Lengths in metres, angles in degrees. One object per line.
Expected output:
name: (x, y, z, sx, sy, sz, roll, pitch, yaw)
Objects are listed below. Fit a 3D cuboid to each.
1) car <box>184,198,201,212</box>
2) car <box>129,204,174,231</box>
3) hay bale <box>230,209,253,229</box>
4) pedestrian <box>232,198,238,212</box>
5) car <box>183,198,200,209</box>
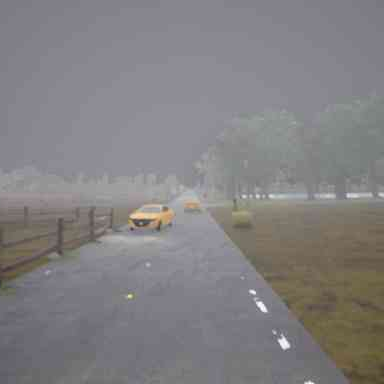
car: (0.070, 1.574, 39.501, 1.882, 1.535, 5.008, 0, 0, 0)
car: (-2.489, 1.540, 21.354, 1.882, 1.535, 5.008, 1, 0, 9)
hay bale: (3.113, 1.716, 21.080, 1.220, 1.180, 1.240, -1, -1, 0)
pedestrian: (2.824, 1.322, 22.203, 0.375, 1.860, 0.375, 1, -1, -5)
car: (-0.104, 1.643, 50.544, 2.033, 1.411, 5.357, 0, 1, -5)
